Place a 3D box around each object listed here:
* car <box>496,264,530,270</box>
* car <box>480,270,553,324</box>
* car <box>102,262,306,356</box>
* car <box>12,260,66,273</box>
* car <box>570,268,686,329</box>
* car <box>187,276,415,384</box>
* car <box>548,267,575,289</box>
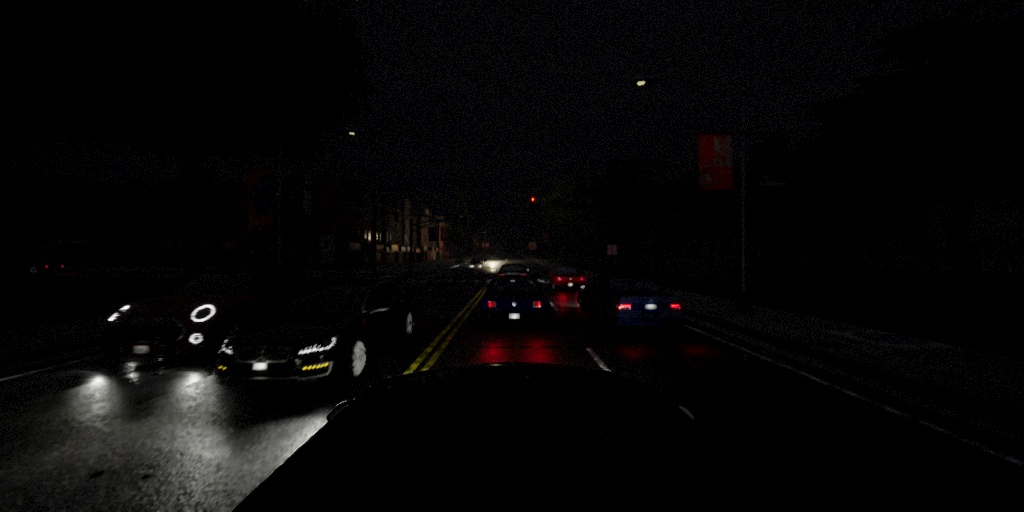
[{"bbox_3d":[0.055,1.205,21.998,1.882,1.535,5.008,0,0,0],"label":"car"},{"bbox_3d":[0.081,1.315,11.775,1.895,1.301,4.718,0,0,0],"label":"car"},{"bbox_3d":[-6.594,1.066,8.620,2.097,1.767,4.553,0,0,0],"label":"car"},{"bbox_3d":[-48.178,1.063,35.996,4.718,1.301,1.895,0,0,1],"label":"car"},{"bbox_3d":[3.328,1.261,11.073,2.033,1.411,5.357,0,0,0],"label":"car"},{"bbox_3d":[-3.347,1.225,7.194,1.837,1.490,4.892,0,0,0],"label":"car"},{"bbox_3d":[3.306,1.329,22.426,1.895,1.301,4.718,0,0,0],"label":"car"}]
